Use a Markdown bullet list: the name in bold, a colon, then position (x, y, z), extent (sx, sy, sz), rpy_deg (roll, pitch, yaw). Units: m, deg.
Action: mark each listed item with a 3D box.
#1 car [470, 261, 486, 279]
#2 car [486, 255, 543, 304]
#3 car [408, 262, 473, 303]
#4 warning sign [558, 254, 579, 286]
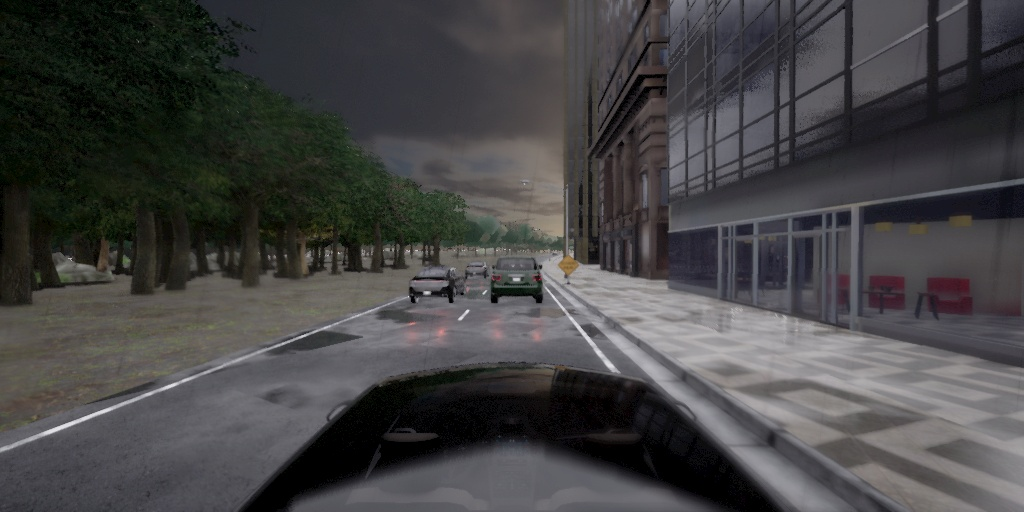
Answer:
- **car**: position (-2.961, 1.166, 31.413), extent (2.128, 1.511, 4.902), rpy_deg (0, 0, 2)
- **car**: position (0.228, 0.984, 16.392), extent (2.150, 2.045, 5.566), rpy_deg (0, 0, 1)
- **car**: position (-3.272, 1.221, 16.432), extent (2.128, 1.511, 4.902), rpy_deg (0, 0, 1)
- **warning sign**: position (3.379, 0.826, 21.521), extent (1.300, 1.860, 1.060), rpy_deg (0, 0, 1)
